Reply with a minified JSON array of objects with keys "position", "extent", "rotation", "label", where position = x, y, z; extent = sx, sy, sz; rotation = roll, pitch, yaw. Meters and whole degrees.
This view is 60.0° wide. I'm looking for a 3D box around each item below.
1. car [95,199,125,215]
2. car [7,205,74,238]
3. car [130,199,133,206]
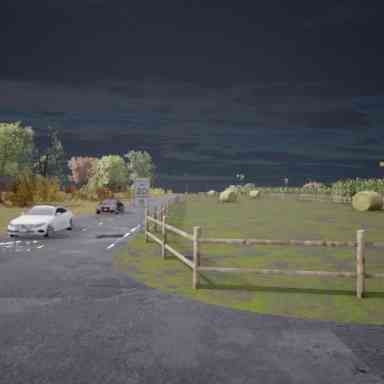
[{"position":[-7.675,1.378,31.528],"extent":[1.994,1.385,4.181],"rotation":[1,0,0],"label":"car"},{"position":[-7.552,1.430,17.148],"extent":[1.812,1.442,4.674],"rotation":[1,0,0],"label":"car"},{"position":[-7.783,1.314,48.707],"extent":[1.895,1.301,4.718],"rotation":[1,0,0],"label":"car"}]
